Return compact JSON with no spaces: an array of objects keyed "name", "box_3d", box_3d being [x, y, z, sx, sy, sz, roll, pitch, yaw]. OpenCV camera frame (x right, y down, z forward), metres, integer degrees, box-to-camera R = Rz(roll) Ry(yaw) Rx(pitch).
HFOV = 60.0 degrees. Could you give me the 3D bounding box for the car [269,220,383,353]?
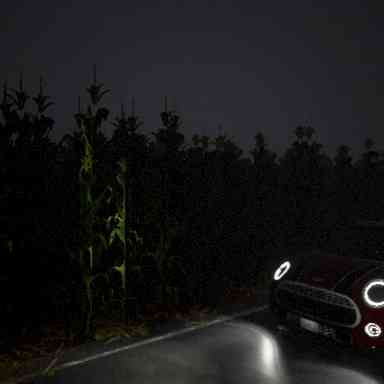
[{"name":"car","box_3d":[3.534,1.352,6.171,4.553,1.767,2.097,0,0,-36]}]
